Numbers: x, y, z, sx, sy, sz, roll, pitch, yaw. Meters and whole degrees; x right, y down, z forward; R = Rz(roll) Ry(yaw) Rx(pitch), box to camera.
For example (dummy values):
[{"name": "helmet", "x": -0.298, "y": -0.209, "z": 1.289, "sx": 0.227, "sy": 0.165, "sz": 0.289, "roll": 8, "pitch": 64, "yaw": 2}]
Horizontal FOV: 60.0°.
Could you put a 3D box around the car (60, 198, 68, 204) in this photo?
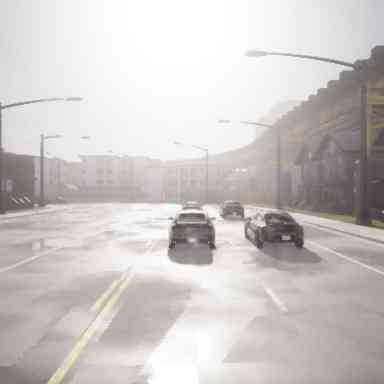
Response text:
[{"name": "car", "x": -25.714, "y": 1.560, "z": 62.764, "sx": 4.674, "sy": 1.442, "sz": 1.812, "roll": 0, "pitch": 0, "yaw": 15}]

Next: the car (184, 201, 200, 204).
[{"name": "car", "x": 0.000, "y": 1.533, "z": 29.650, "sx": 1.812, "sy": 1.442, "sz": 4.674, "roll": 0, "pitch": 0, "yaw": 0}]

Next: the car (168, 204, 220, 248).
[{"name": "car", "x": 0.000, "y": 1.516, "z": 14.650, "sx": 1.837, "sy": 1.490, "sz": 4.892, "roll": 0, "pitch": 0, "yaw": 0}]

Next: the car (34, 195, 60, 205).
[{"name": "car", "x": -26.673, "y": 1.404, "z": 59.398, "sx": 4.553, "sy": 1.767, "sz": 2.097, "roll": 0, "pitch": 0, "yaw": 15}]

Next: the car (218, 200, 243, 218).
[{"name": "car", "x": 3.500, "y": 1.516, "z": 29.650, "sx": 1.837, "sy": 1.490, "sz": 4.892, "roll": 0, "pitch": 0, "yaw": 0}]

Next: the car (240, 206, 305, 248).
[{"name": "car", "x": 3.500, "y": 1.533, "z": 14.650, "sx": 1.812, "sy": 1.442, "sz": 4.674, "roll": 0, "pitch": 0, "yaw": 0}]
